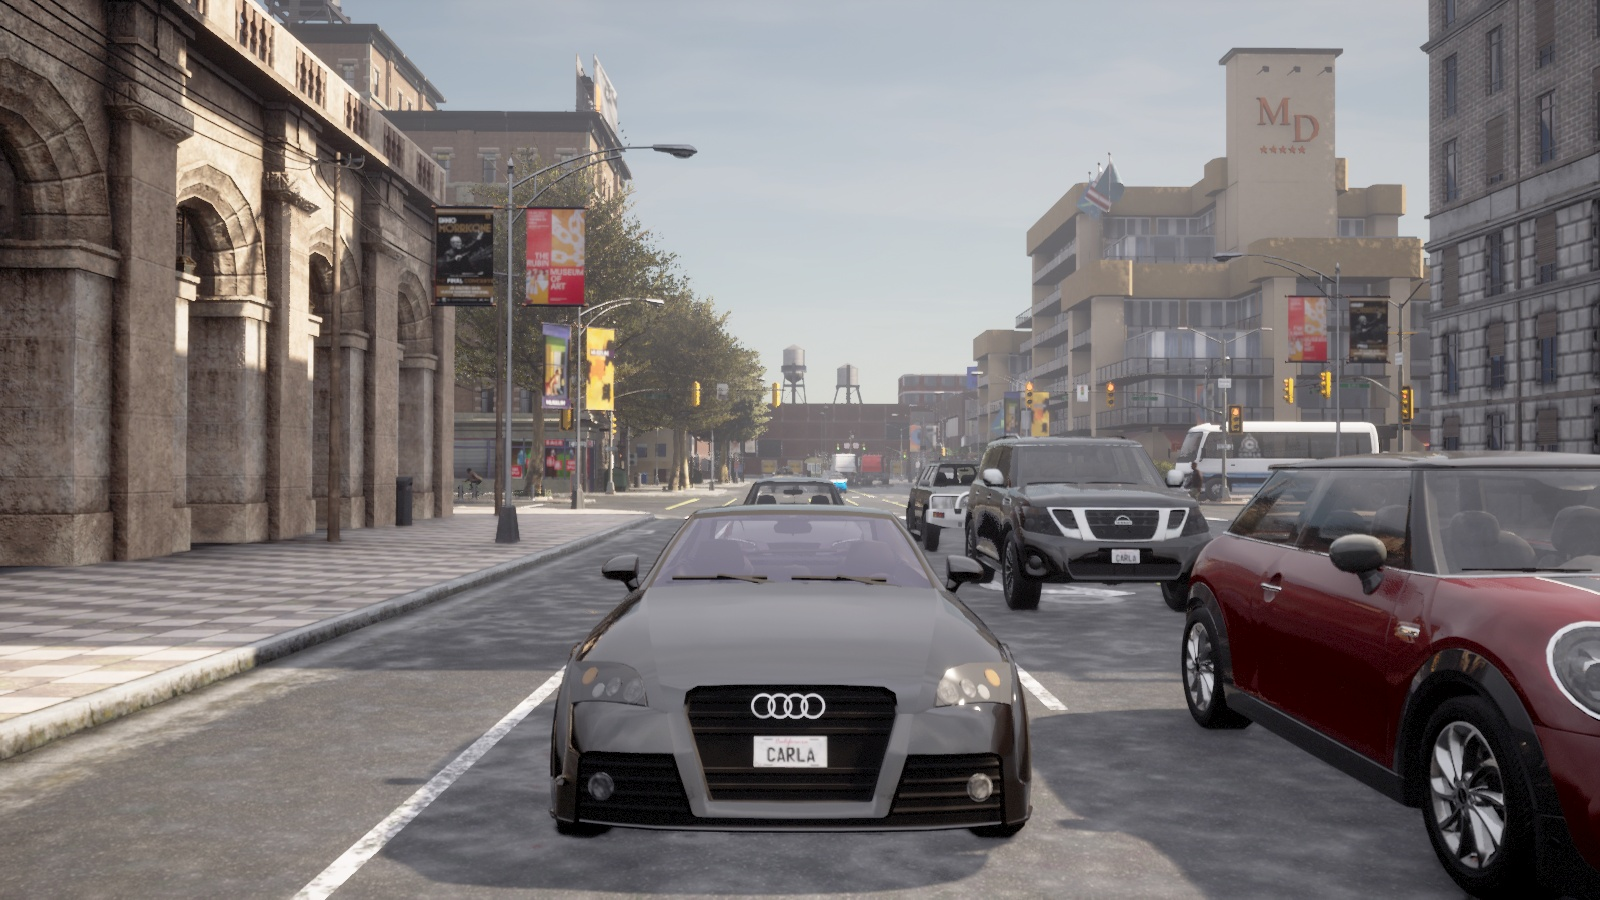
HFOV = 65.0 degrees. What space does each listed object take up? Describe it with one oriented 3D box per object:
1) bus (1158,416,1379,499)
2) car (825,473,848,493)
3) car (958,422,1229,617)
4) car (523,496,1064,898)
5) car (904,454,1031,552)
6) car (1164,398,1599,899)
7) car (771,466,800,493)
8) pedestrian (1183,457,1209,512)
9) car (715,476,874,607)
[{"bbox_3d":[24.798,0.424,66.973,10.273,4.253,3.944,0,-1,-1],"label":"bus"},{"bbox_3d":[2.501,2.254,86.109,1.481,1.376,2.207,0,-1,-1],"label":"car"},{"bbox_3d":[3.435,0.778,16.004,2.150,2.045,5.566,0,-1,0],"label":"car"},{"bbox_3d":[-0.032,0.987,6.729,1.994,1.385,4.181,0,-1,0],"label":"car"},{"bbox_3d":[3.361,1.040,26.097,1.932,1.855,4.605,0,-1,-1],"label":"car"},{"bbox_3d":[3.469,0.756,6.004,2.097,1.767,4.553,0,-1,0],"label":"car"},{"bbox_3d":[-1.035,2.069,88.470,1.932,1.855,4.605,0,-1,-1],"label":"car"},{"bbox_3d":[13.242,1.154,42.011,0.703,1.840,0.431,0,-1,1],"label":"pedestrian"},{"bbox_3d":[-0.071,1.095,16.513,1.816,1.474,4.193,0,-1,0],"label":"car"}]
